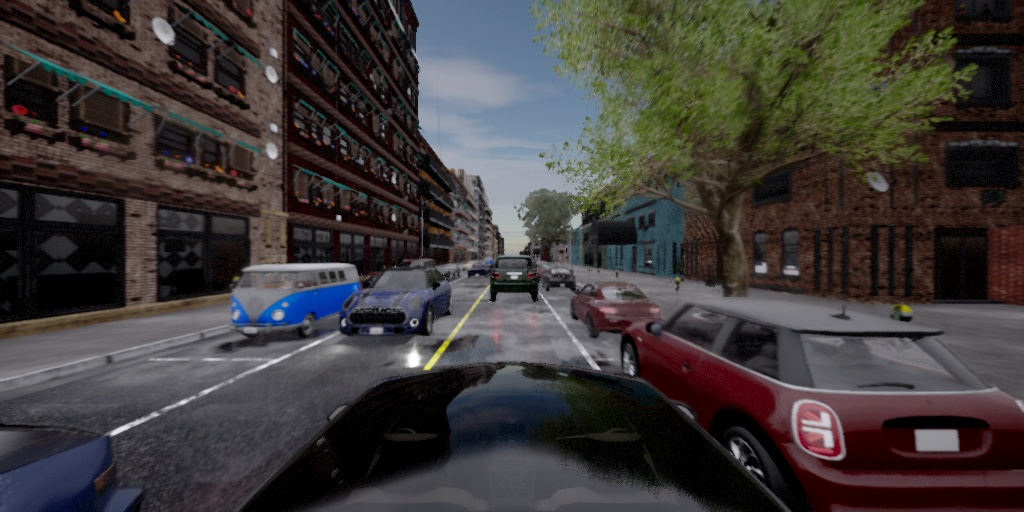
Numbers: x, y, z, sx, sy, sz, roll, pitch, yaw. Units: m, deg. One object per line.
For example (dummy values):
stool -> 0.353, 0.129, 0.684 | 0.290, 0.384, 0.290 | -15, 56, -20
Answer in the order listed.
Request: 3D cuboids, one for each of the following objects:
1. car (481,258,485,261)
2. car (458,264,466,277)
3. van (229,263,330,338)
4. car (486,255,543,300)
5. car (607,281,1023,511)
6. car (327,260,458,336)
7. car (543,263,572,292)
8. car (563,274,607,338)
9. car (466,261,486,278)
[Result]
car -> -5.702, 1.358, 55.480 | 1.888, 1.381, 4.507 | 0, 0, 0
car -> -5.697, 1.327, 32.692 | 2.007, 1.370, 4.403 | 0, 0, 0
van -> -5.692, 1.094, 9.906 | 1.690, 1.789, 3.998 | 0, 0, 0
car -> 0.096, 0.980, 17.765 | 2.150, 2.045, 5.566 | 0, 0, 0
car -> 2.690, 1.191, 4.209 | 1.967, 1.591, 4.097 | 0, 0, 0
car -> -3.071, 1.105, 10.404 | 2.097, 1.767, 4.553 | 0, 0, 0
car -> 2.686, 1.312, 21.299 | 2.007, 1.370, 4.403 | 0, 0, 0
car -> 2.689, 1.335, 9.906 | 1.802, 1.307, 4.207 | 0, 0, 0
car -> -3.041, 1.379, 33.756 | 1.895, 1.301, 4.718 | 0, 0, 1
